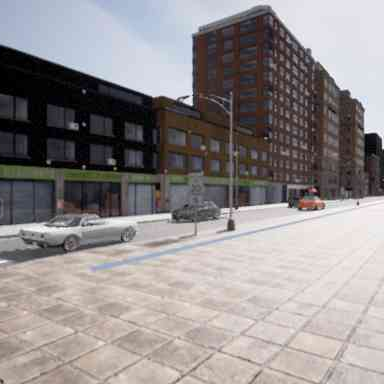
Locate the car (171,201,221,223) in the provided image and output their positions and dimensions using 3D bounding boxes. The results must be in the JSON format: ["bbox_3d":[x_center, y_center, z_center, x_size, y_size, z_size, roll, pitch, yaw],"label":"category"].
[{"bbox_3d":[0.408,1.441,25.483,1.837,1.490,4.892,0,0,36],"label":"car"}]

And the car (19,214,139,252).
[{"bbox_3d":[-4.416,1.570,13.848,1.895,1.301,4.718,0,0,34],"label":"car"}]

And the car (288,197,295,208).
[{"bbox_3d":[14.580,1.405,45.129,1.837,1.490,4.892,0,0,36],"label":"car"}]

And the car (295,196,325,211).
[{"bbox_3d":[14.557,1.265,40.264,2.097,1.767,4.553,0,0,36],"label":"car"}]
